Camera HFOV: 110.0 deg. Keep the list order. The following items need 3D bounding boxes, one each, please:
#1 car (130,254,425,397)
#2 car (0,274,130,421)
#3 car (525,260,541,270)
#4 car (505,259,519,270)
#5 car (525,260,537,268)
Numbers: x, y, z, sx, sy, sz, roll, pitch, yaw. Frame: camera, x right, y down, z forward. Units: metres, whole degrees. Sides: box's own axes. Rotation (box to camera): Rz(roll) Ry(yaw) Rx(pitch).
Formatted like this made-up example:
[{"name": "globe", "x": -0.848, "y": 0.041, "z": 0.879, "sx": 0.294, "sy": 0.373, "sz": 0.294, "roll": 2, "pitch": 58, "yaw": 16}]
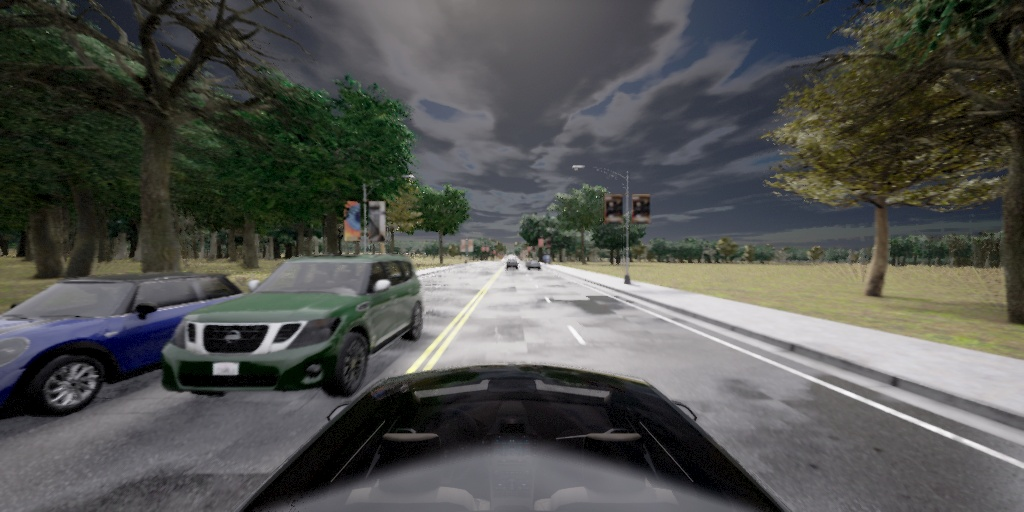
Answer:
[{"name": "car", "x": -3.295, "y": 0.973, "z": 6.927, "sx": 2.150, "sy": 2.045, "sz": 5.566, "roll": 0, "pitch": 0, "yaw": 1}, {"name": "car", "x": -6.553, "y": 1.101, "z": 5.928, "sx": 2.097, "sy": 1.767, "sz": 4.553, "roll": 0, "pitch": 0, "yaw": 0}, {"name": "car", "x": 3.257, "y": 1.334, "z": 53.219, "sx": 1.994, "sy": 1.385, "sz": 4.181, "roll": 0, "pitch": 0, "yaw": 0}, {"name": "car", "x": 0.007, "y": 1.274, "z": 52.802, "sx": 1.837, "sy": 1.490, "sz": 4.892, "roll": 0, "pitch": 0, "yaw": 0}, {"name": "car", "x": 3.259, "y": 1.396, "z": 63.287, "sx": 1.895, "sy": 1.301, "sz": 4.718, "roll": 0, "pitch": 0, "yaw": 0}]
